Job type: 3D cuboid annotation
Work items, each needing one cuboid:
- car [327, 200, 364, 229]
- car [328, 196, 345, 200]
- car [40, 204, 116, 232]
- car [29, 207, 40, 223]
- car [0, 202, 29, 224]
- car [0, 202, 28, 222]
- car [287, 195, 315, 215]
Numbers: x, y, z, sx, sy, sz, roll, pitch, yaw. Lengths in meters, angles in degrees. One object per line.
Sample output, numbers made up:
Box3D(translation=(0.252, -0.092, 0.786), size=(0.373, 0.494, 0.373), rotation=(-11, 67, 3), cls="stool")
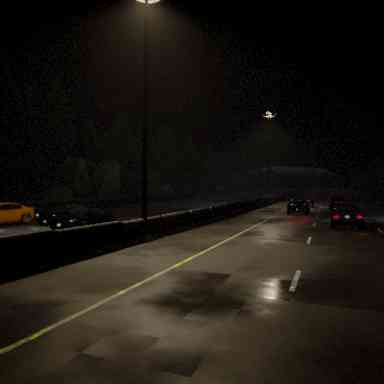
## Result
Box3D(translation=(9.783, 1.452, 21.194), size=(2.033, 1.411, 5.357), rotation=(0, 0, 22), cls="car")
Box3D(translation=(15.987, 1.222, 36.531), size=(1.837, 1.490, 4.892), rotation=(0, 1, 22), cls="car")
Box3D(translation=(-6.273, 1.529, 19.370), size=(1.994, 1.385, 4.181), rotation=(0, 0, 22), cls="car")
Box3D(translation=(-8.511, 1.553, 23.171), size=(1.895, 1.301, 4.718), rotation=(0, 0, 22), cls="car")
Box3D(translation=(-12.791, 1.447, 21.926), size=(1.882, 1.535, 5.008), rotation=(0, 0, 22), cls="car")
Box3D(translation=(-15.079, 1.521, 25.601), size=(1.994, 1.385, 4.181), rotation=(0, 0, 22), cls="car")
Box3D(translation=(10.104, 1.299, 31.322), size=(2.128, 1.511, 4.902), rotation=(0, 0, 22), cls="car")
